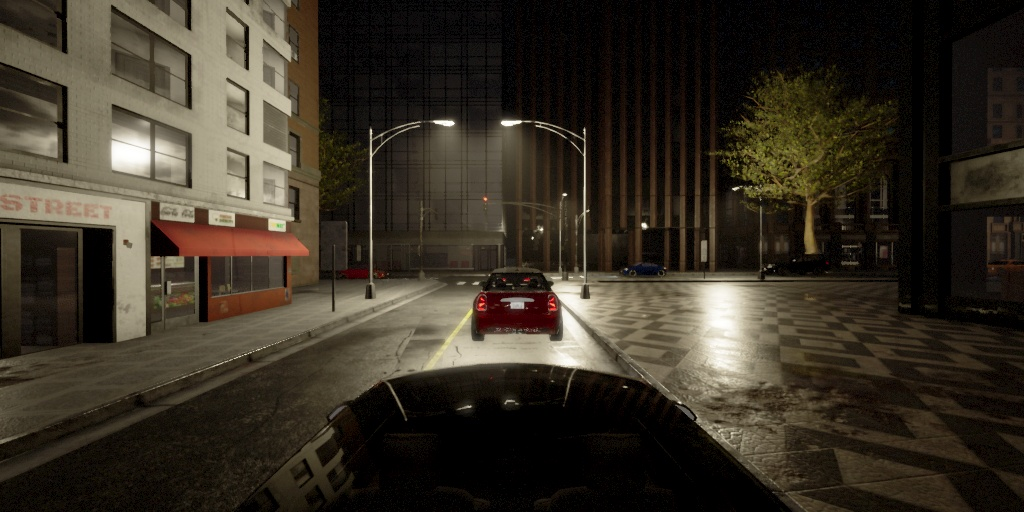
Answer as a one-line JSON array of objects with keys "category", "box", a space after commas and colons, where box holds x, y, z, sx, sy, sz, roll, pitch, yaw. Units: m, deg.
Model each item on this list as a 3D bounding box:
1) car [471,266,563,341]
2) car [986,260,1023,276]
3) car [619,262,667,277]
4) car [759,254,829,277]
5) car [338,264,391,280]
[{"category": "car", "box": [0.123, 1.101, 9.982, 2.097, 1.767, 4.553, 0, 0, 0]}, {"category": "car", "box": [46.211, 1.099, 33.569, 5.008, 1.535, 1.882, 0, 0, 1]}, {"category": "car", "box": [12.324, 1.257, 33.848, 4.181, 1.385, 1.994, 0, 0, 0]}, {"category": "car", "box": [26.539, 0.865, 33.761, 5.566, 2.045, 2.150, -1, 0, 0]}, {"category": "car", "box": [-12.584, 1.366, 30.671, 4.181, 1.385, 1.994, 0, 0, 3]}]
